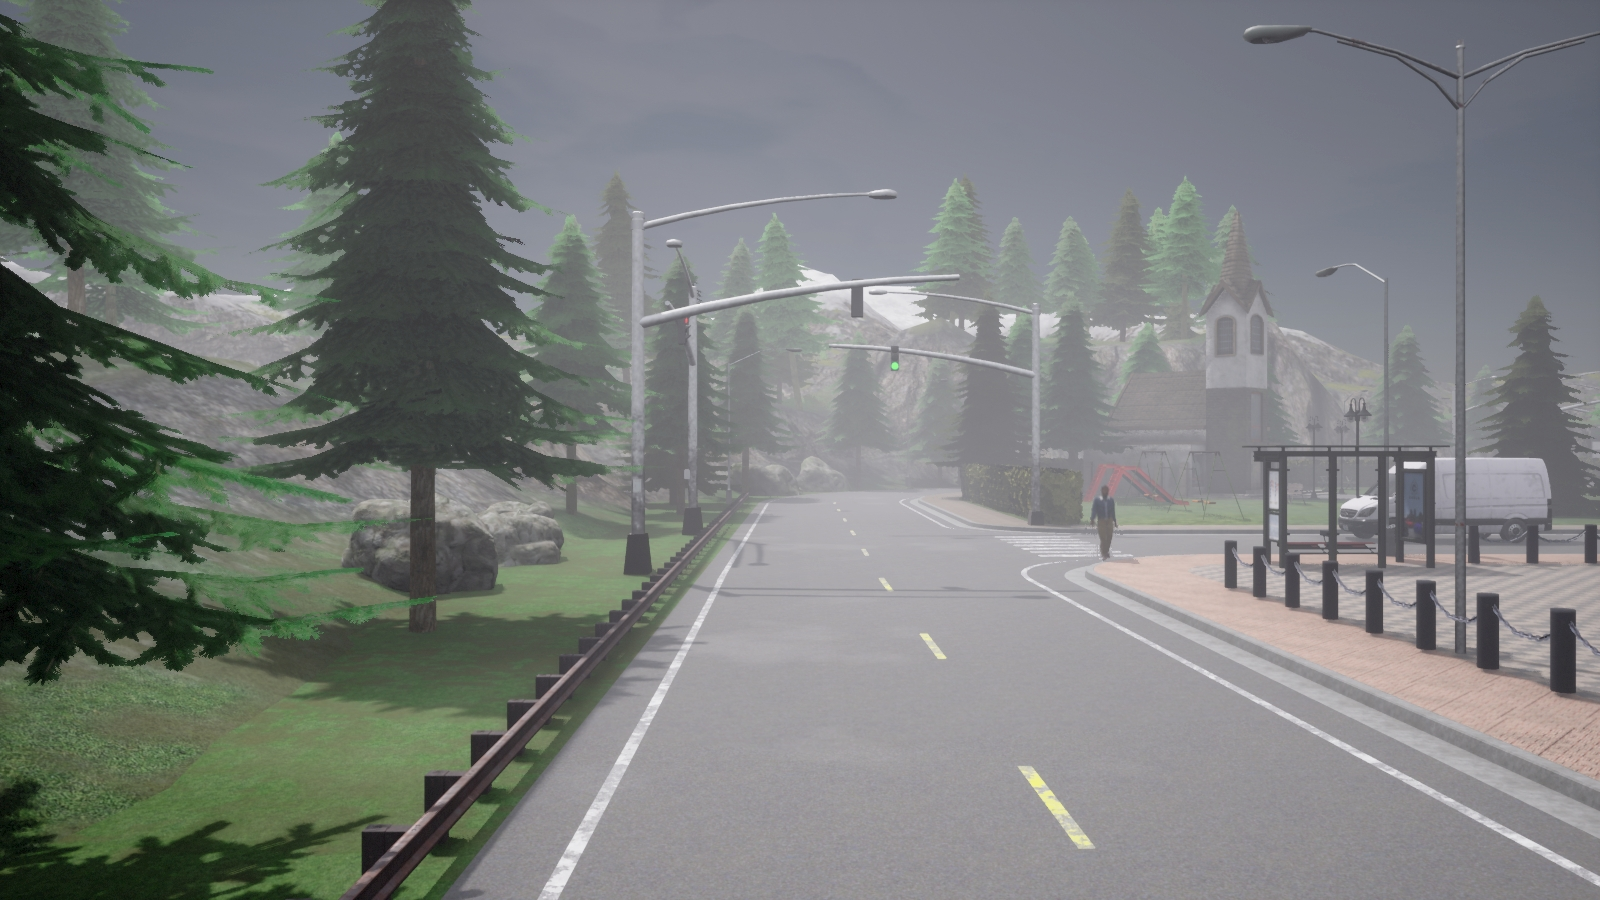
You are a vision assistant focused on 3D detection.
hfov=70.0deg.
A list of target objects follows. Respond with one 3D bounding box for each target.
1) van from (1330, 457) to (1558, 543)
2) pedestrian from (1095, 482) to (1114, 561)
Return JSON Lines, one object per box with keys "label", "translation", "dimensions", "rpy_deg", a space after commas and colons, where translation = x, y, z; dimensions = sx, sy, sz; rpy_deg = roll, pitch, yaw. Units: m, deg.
{"label": "van", "translation": [19.746, 1.515, 35.223], "dimensions": [5.915, 2.561, 1.988], "rpy_deg": [0, 0, 0]}
{"label": "pedestrian", "translation": [7.267, 1.696, 27.277], "dimensions": [0.375, 1.860, 0.375], "rpy_deg": [0, 0, 0]}
